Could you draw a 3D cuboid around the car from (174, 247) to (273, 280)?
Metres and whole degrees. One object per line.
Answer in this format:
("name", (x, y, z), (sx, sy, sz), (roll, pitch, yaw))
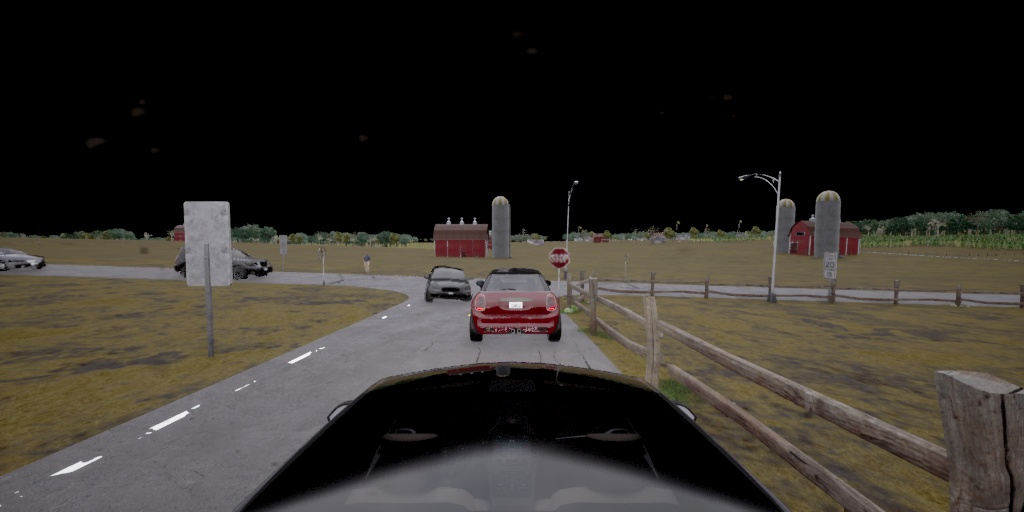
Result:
("car", (-19.170, 0.441, 23.912), (5.566, 2.045, 2.150), (2, 3, 1))

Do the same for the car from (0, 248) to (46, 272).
("car", (-34.354, 0.208, 23.978), (4.902, 1.511, 2.128), (2, 3, 0))

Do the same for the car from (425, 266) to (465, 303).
("car", (-2.998, 1.247, 16.790), (1.837, 1.490, 4.892), (3, -1, -13))

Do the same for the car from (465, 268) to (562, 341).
("car", (0.056, 1.096, 9.999), (2.097, 1.767, 4.553), (0, 0, -1))

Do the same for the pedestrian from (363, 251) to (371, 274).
("pedestrian", (-12.074, 0.530, 29.864), (0.375, 1.860, 0.375), (0, 1, 0))
